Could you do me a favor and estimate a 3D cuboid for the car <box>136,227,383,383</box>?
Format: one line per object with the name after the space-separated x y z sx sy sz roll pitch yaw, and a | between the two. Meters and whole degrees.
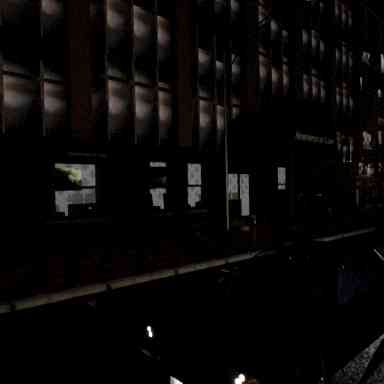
1.842 1.525 5.104 5.357 1.411 2.033 -1 0 -42 | car

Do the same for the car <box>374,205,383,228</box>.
11.154 1.170 16.975 5.009 1.841 2.192 -1 -1 -42 | car
